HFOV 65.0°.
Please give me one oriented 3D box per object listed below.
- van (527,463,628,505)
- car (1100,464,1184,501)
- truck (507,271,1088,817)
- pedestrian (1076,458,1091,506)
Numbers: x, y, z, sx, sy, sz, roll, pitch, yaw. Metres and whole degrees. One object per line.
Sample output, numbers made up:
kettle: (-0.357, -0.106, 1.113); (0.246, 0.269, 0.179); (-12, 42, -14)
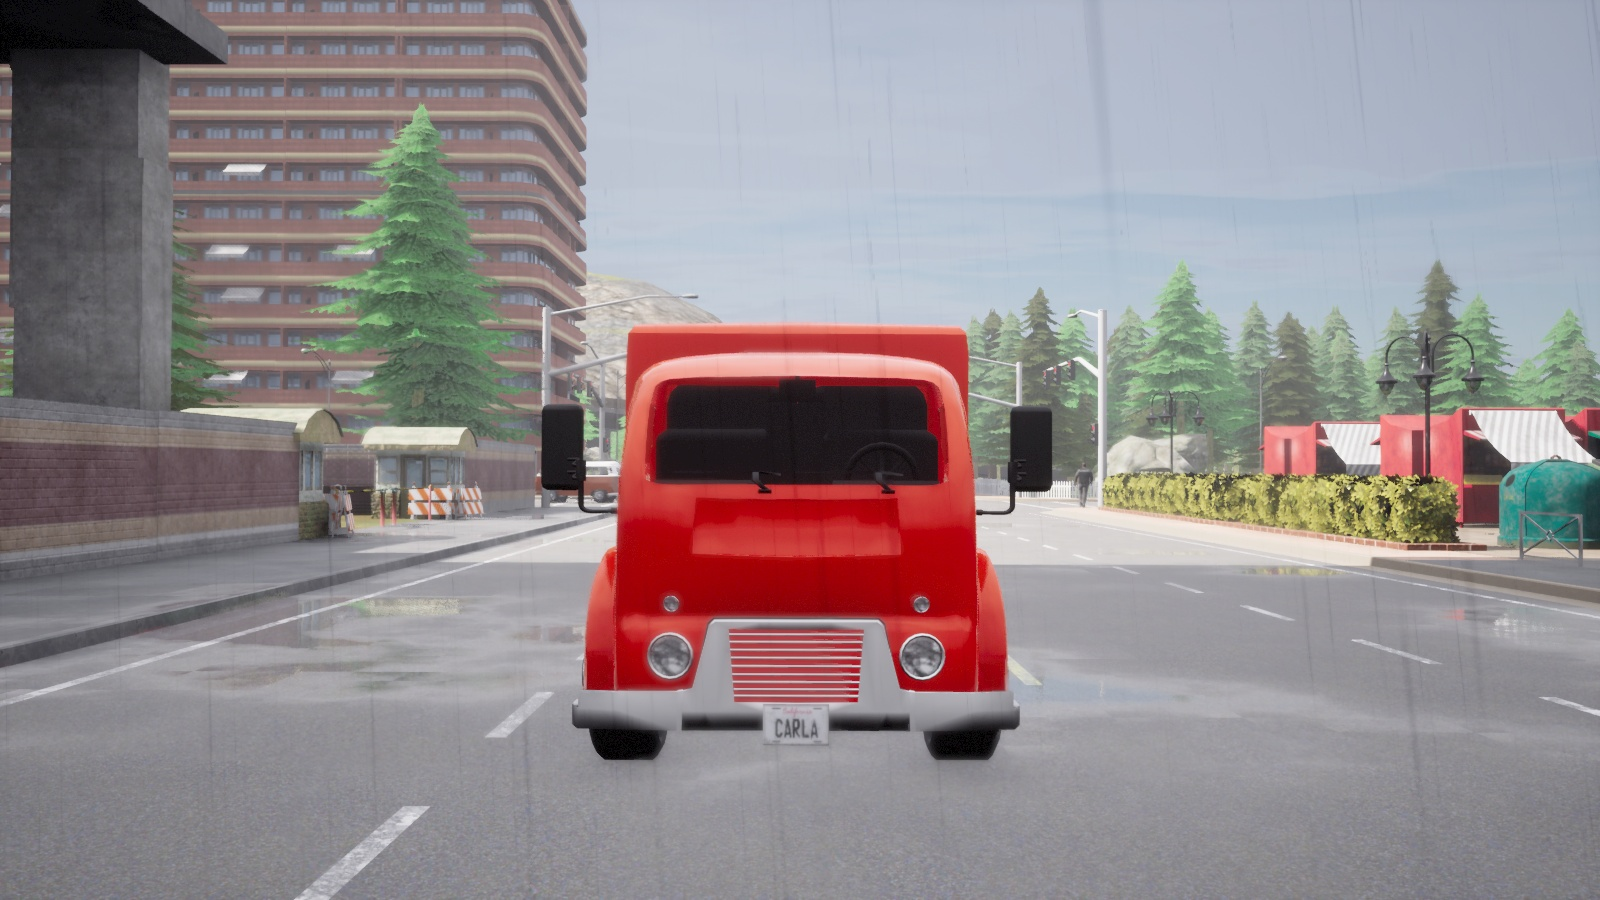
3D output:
van: (-10.940, 1.673, 61.896); (4.480, 2.038, 2.069); (0, -1, 7)
car: (17.762, 1.690, 65.387); (3.866, 1.878, 1.905); (0, -1, 0)
truck: (-0.022, 0.467, 8.307); (2.627, 2.467, 5.204); (0, -1, 0)
pedestrian: (11.219, 1.257, 49.751); (0.563, 1.883, 0.849); (0, -1, 12)
